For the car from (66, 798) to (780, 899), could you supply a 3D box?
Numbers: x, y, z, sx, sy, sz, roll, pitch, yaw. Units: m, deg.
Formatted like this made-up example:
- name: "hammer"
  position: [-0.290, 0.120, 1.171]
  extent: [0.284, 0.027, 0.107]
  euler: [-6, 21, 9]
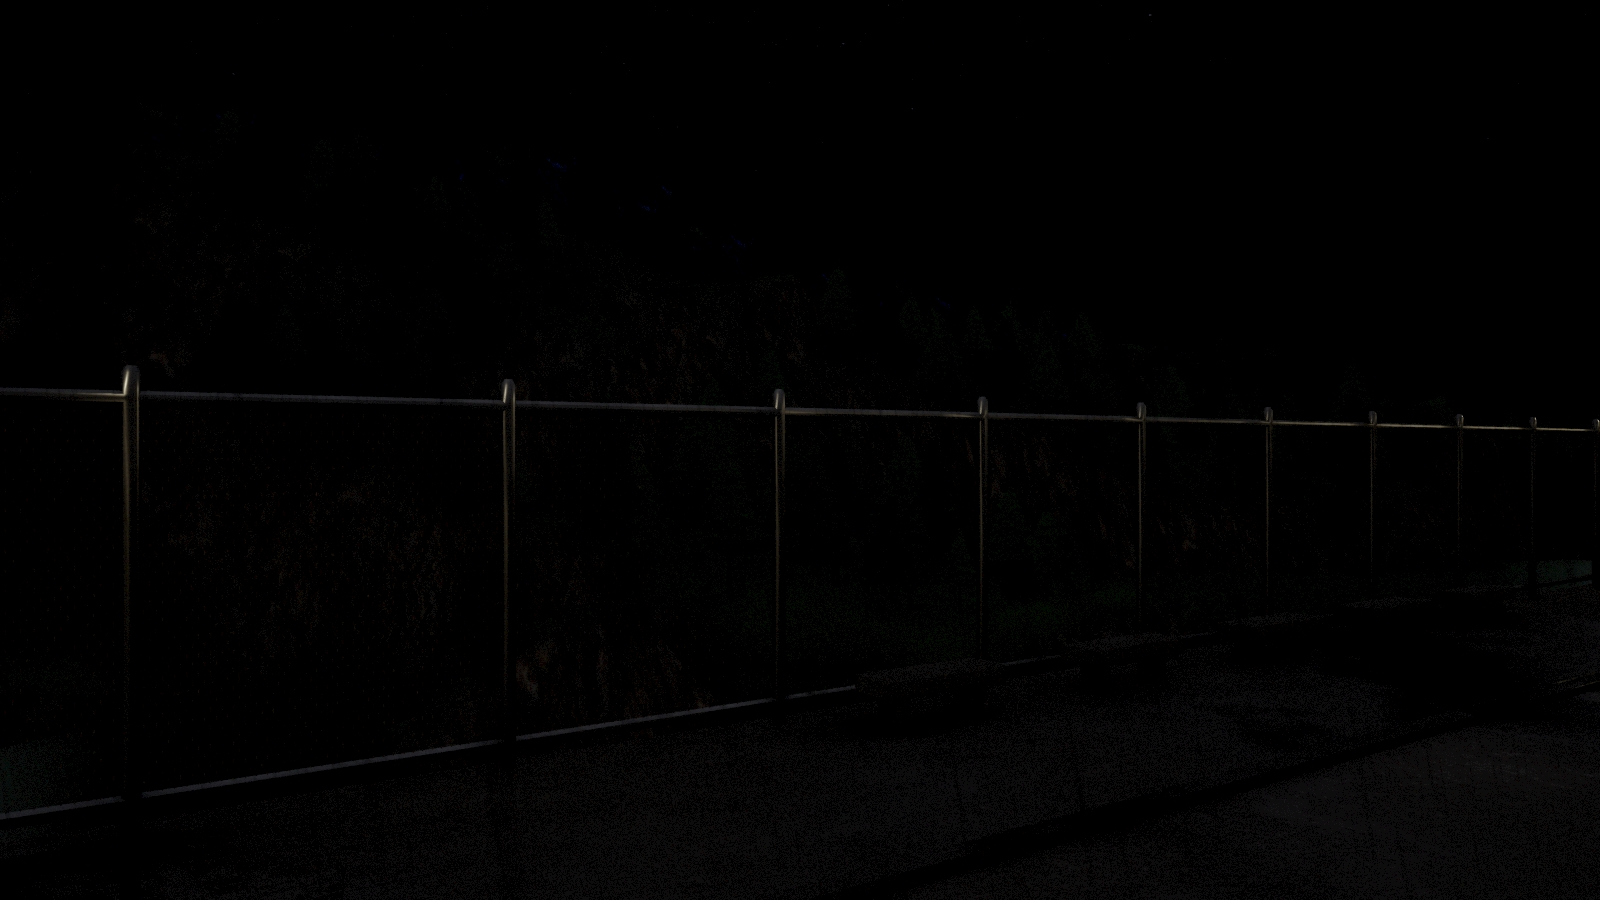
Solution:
- name: "car"
  position: [-2.243, 2.155, 2.808]
  extent: [4.718, 1.301, 1.895]
  euler: [0, 0, -35]
